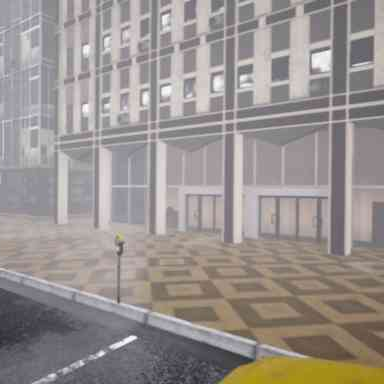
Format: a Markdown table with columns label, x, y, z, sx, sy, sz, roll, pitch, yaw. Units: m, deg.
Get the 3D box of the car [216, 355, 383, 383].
| label | x | y | z | sx | sy | sz | roll | pitch | yaw |
| --- | --- | --- | --- | --- | --- | --- | --- | --- | --- |
| car | 2.061 | 1.533 | 1.399 | 4.829 | 1.417 | 1.752 | 1 | 1 | 36 |
